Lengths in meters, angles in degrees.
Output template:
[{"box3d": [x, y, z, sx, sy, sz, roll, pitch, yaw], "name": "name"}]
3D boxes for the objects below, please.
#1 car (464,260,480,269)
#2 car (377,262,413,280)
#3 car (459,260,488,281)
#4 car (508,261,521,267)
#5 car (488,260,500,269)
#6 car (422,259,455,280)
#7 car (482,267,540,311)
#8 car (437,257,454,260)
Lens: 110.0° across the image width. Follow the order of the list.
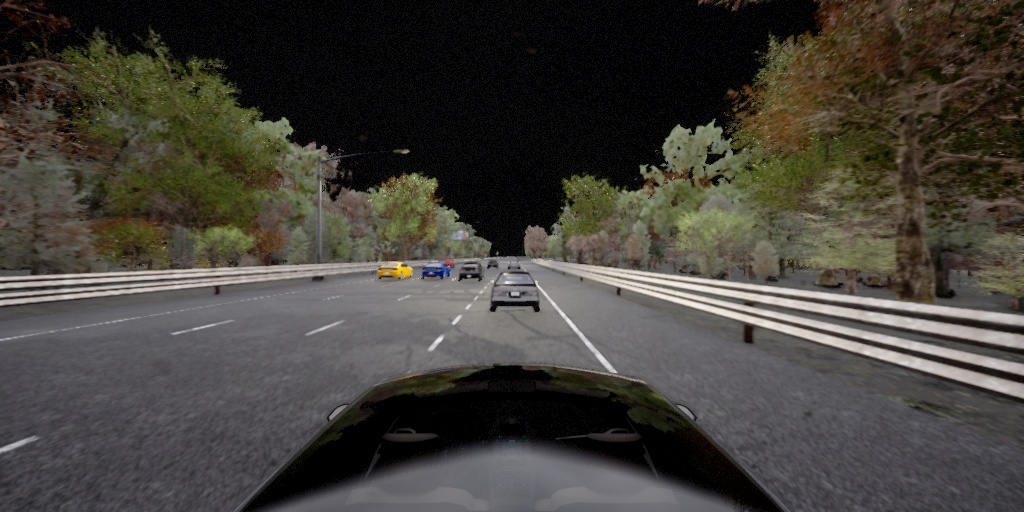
[{"box3d": [-6.633, 1.387, 59.929, 2.128, 1.511, 4.902, 0, 0, 0], "name": "car"}, {"box3d": [-10.322, 1.301, 32.019, 1.882, 1.535, 5.008, 0, 0, 0], "name": "car"}, {"box3d": [-3.331, 1.324, 30.419, 1.837, 1.490, 4.892, 0, 0, 0], "name": "car"}, {"box3d": [0.344, 1.451, 56.279, 1.994, 1.385, 4.181, 0, 0, 0], "name": "car"}, {"box3d": [-3.132, 1.398, 59.646, 1.837, 1.490, 4.892, 0, -1, 0], "name": "car"}, {"box3d": [-6.817, 1.303, 32.747, 1.882, 1.535, 5.008, 0, 0, 0], "name": "car"}, {"box3d": [0.111, 1.328, 14.573, 2.033, 1.411, 5.357, 0, 0, 0], "name": "car"}, {"box3d": [-10.168, 1.104, 54.765, 2.150, 2.045, 5.566, 0, 0, 0], "name": "car"}]
